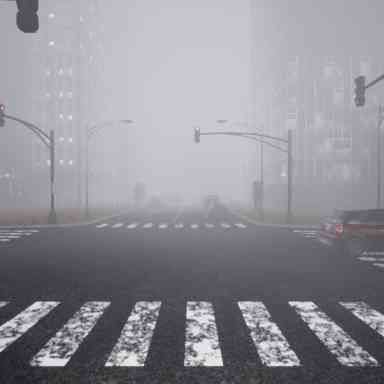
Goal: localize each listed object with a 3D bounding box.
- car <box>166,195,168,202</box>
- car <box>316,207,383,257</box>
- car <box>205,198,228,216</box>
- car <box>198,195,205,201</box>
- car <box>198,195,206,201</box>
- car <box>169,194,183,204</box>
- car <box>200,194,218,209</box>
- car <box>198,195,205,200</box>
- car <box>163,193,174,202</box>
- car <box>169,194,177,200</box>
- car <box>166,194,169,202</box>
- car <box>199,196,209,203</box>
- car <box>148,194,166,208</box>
[{"bbox_3d":[-5.335,1.556,54.183,1.802,1.307,4.206,-1,0,0],"label":"car"},{"bbox_3d":[7.213,1.380,12.507,4.553,1.767,2.097,0,1,0],"label":"car"},{"bbox_3d":[2.516,1.569,32.111,1.802,1.307,4.206,-1,0,0],"label":"car"},{"bbox_3d":[2.538,1.473,87.526,1.752,1.417,4.829,-1,0,0],"label":"car"},{"bbox_3d":[2.540,1.534,81.832,1.802,1.307,4.206,-1,0,0],"label":"car"},{"bbox_3d":[-2.762,1.319,64.375,2.097,1.767,4.553,0,0,0],"label":"car"},{"bbox_3d":[2.531,1.296,43.160,2.192,1.841,5.009,-1,0,0],"label":"car"},{"bbox_3d":[2.537,1.487,92.881,1.887,1.381,4.507,-1,0,0],"label":"car"},{"bbox_3d":[-5.343,1.272,76.281,2.192,1.841,5.009,-1,0,0],"label":"car"},{"bbox_3d":[-5.344,1.383,92.854,1.967,1.590,4.097,-1,0,0],"label":"car"},{"bbox_3d":[-5.340,1.402,70.756,1.967,1.590,4.097,-1,0,0],"label":"car"},{"bbox_3d":[2.541,1.507,70.783,1.887,1.381,4.507,-1,0,0],"label":"car"},{"bbox_3d":[-5.336,1.418,48.658,1.967,1.590,4.097,-1,0,0],"label":"car"}]
